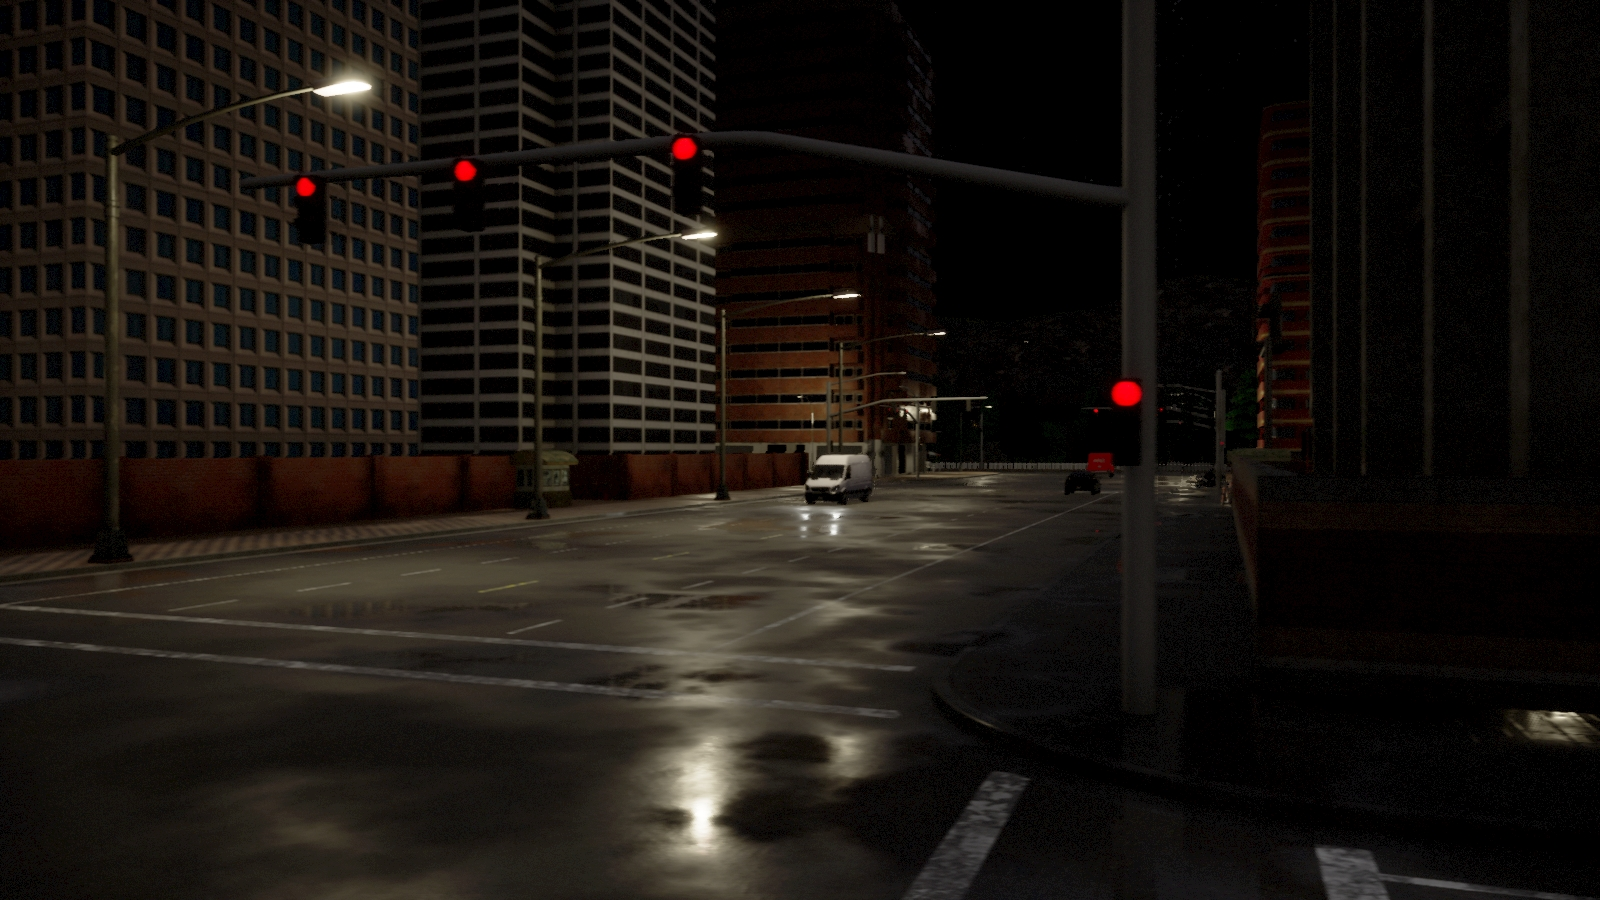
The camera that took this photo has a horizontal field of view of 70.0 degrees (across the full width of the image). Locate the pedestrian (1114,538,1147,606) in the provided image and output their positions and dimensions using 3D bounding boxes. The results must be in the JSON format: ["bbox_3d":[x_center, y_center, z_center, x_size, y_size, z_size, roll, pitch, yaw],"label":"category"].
[{"bbox_3d":[5.668,2.078,19.600,0.500,1.100,0.500,0,0,21],"label":"pedestrian"}]
